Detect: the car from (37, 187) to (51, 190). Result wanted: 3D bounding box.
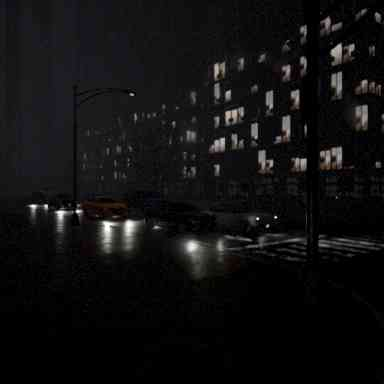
[{"bbox_3d":[-28.548,-0.027,63.726,2.150,2.045,5.566,0,1,-38],"label":"car"}]

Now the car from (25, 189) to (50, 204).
[{"bbox_3d":[-19.193,0.706,40.968,1.837,1.490,4.892,0,1,-37],"label":"car"}]

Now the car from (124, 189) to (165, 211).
[{"bbox_3d":[-3.569,0.809,26.206,2.150,2.045,5.566,0,1,-38],"label":"car"}]

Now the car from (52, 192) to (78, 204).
[{"bbox_3d":[-16.206,0.736,42.415,1.812,1.442,4.674,0,1,-38],"label":"car"}]

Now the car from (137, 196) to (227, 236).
[{"bbox_3d":[-0.704,1.230,17.297,1.882,1.535,5.008,0,1,-37],"label":"car"}]

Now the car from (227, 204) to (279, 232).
[{"bbox_3d":[2.464,1.367,18.554,1.895,1.301,4.718,0,1,-39],"label":"car"}]

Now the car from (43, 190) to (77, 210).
[{"bbox_3d":[-12.828,0.897,32.755,1.837,1.490,4.892,0,1,-38],"label":"car"}]

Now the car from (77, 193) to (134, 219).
[{"bbox_3d":[-6.551,1.056,24.742,1.882,1.535,5.008,0,1,-38],"label":"car"}]

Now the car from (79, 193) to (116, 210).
[{"bbox_3d":[-9.760,0.881,34.117,1.882,1.535,5.008,0,1,-38],"label":"car"}]
